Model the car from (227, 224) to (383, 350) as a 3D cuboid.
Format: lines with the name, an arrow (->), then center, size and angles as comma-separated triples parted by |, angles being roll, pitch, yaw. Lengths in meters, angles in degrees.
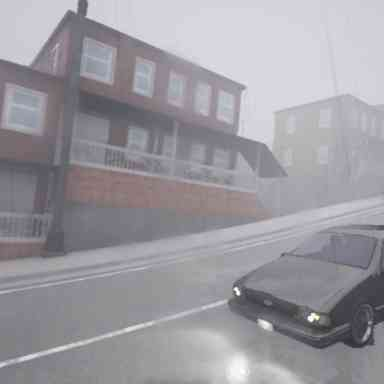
car -> 3.188, 1.374, 6.274 | 5.357, 1.411, 2.033 | -3, 2, -35
